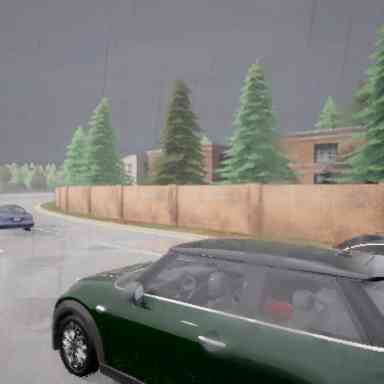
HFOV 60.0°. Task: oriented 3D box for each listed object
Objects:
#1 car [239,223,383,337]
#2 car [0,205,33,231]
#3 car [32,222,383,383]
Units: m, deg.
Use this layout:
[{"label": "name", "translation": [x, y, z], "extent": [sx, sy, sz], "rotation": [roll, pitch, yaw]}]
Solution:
[{"label": "car", "translation": [3.456, 1.504, 5.955], "extent": [4.892, 1.490, 1.837], "rotation": [0, 0, 36]}, {"label": "car", "translation": [-10.381, 1.404, 18.452], "extent": [2.033, 1.411, 5.357], "rotation": [0, 0, -41]}, {"label": "car", "translation": [0.332, 1.340, 3.963], "extent": [4.553, 1.767, 2.097], "rotation": [1, 0, 37]}]
